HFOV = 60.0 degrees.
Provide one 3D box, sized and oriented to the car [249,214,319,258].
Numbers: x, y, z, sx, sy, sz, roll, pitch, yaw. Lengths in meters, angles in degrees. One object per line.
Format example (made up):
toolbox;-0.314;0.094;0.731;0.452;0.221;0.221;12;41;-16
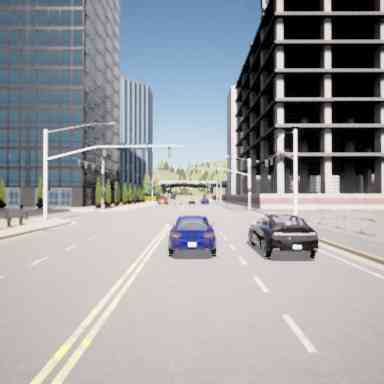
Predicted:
car;3.522;1.644;13.482;2.128;1.511;4.902;0;0;0

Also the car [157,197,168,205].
car;-6.995;2.113;79.747;2.150;2.045;5.566;0;-1;0

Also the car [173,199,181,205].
car;-3.495;2.412;79.774;1.812;1.442;4.674;0;-1;0

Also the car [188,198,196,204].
car;0.006;2.557;86.706;1.895;1.301;4.718;0;-1;0

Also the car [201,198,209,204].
car;3.506;2.485;86.676;1.812;1.442;4.674;0;-1;0

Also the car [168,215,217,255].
car;0.025;1.681;13.872;1.812;1.442;4.674;0;0;0
